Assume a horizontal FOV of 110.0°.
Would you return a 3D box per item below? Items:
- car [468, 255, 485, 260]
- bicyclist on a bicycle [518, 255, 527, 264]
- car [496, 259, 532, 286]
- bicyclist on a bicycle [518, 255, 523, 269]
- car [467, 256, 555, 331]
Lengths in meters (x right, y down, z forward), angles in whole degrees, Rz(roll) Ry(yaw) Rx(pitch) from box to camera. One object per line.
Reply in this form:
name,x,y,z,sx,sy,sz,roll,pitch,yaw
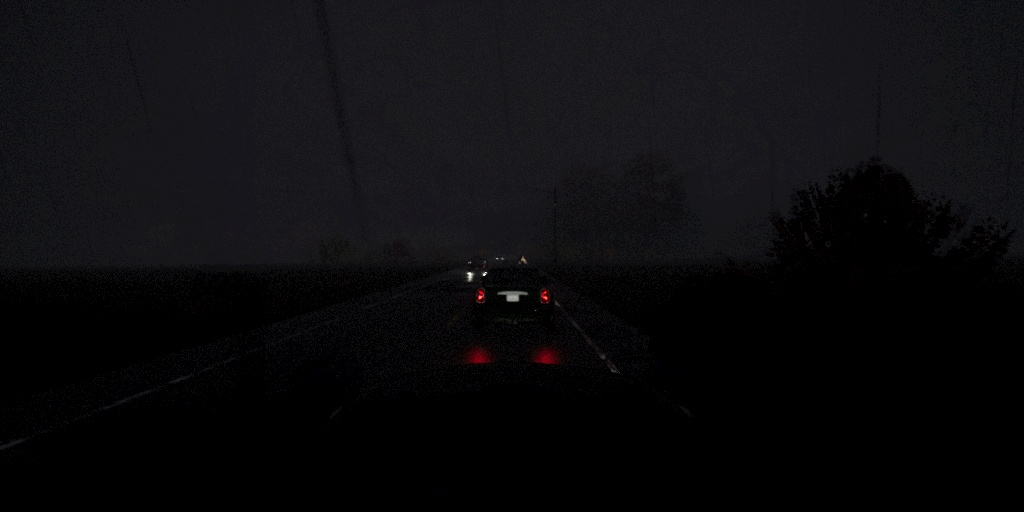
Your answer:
car,-3.542,0.681,38.482,2.097,1.767,4.553,0,1,0
bicyclist on a bicycle,1.029,0.821,33.623,0.866,1.612,1.509,0,1,0
car,0.131,0.988,23.632,2.128,1.511,4.902,0,0,0
bicyclist on a bicycle,1.023,0.734,42.687,0.582,1.620,1.656,0,0,0
car,0.105,1.001,10.792,2.097,1.767,4.553,0,1,2
